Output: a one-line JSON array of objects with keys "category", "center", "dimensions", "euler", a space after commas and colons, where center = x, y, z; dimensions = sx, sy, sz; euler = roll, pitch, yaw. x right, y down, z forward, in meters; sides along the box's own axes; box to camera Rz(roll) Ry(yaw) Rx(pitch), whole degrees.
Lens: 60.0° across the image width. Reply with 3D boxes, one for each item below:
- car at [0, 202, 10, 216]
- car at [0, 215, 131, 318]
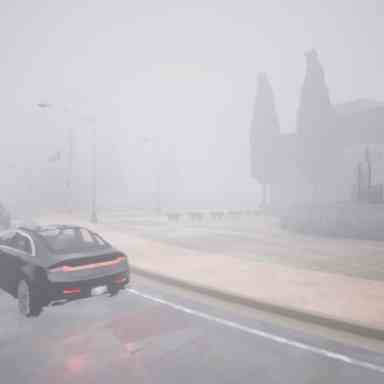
[{"category": "car", "center": [-12.622, 1.328, 20.692], "dimensions": [2.097, 1.767, 4.553], "euler": [0, 0, -33]}, {"category": "car", "center": [-3.315, 1.490, 7.527], "dimensions": [2.128, 1.511, 4.902], "euler": [0, 0, -45]}]
